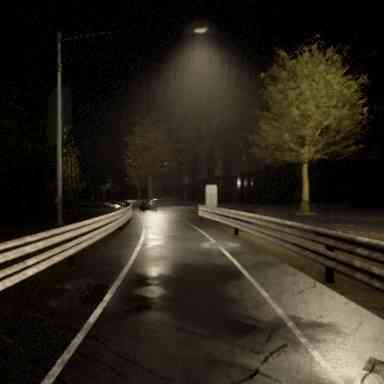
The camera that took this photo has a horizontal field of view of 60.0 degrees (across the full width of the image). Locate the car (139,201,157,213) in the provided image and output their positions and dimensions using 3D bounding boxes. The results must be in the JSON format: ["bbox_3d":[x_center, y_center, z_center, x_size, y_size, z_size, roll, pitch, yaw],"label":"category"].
[{"bbox_3d":[-5.886,1.926,44.437,2.128,1.511,4.902,0,0,-16],"label":"car"}]
